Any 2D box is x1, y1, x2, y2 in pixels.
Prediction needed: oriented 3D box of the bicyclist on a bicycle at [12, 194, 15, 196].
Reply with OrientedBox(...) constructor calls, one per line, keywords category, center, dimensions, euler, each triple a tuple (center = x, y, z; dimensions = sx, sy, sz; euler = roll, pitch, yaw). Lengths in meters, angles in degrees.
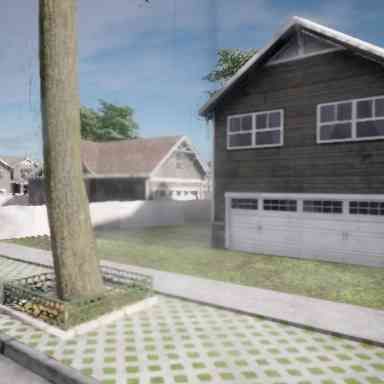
OrientedBox(category="bicyclist on a bicycle", center=(-19.186, 1.021, 35.923), dimensions=(1.656, 1.620, 0.582), euler=(0, 1, 34))
